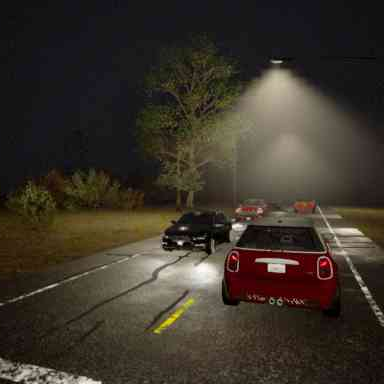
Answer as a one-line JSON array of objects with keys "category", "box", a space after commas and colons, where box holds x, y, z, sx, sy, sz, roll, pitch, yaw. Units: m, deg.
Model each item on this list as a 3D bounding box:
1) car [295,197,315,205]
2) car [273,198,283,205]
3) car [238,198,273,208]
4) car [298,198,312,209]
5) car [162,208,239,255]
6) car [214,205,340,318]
[{"category": "car", "box": [12.683, 1.360, 37.363, 2.097, 1.767, 4.553, 0, 0, 20]}, {"category": "car", "box": [9.891, 1.487, 40.199, 1.882, 1.535, 5.008, 0, 0, 20]}, {"category": "car", "box": [4.789, 1.358, 25.976, 2.097, 1.767, 4.553, 0, 0, 19]}, {"category": "car", "box": [15.881, 1.538, 46.584, 1.812, 1.442, 4.674, 0, 0, 19]}, {"category": "car", "box": [0.400, 1.509, 13.574, 1.837, 1.490, 4.892, 0, -1, 19]}, {"category": "car", "box": [2.187, 1.353, 7.826, 2.097, 1.767, 4.553, 0, 0, 19]}]
